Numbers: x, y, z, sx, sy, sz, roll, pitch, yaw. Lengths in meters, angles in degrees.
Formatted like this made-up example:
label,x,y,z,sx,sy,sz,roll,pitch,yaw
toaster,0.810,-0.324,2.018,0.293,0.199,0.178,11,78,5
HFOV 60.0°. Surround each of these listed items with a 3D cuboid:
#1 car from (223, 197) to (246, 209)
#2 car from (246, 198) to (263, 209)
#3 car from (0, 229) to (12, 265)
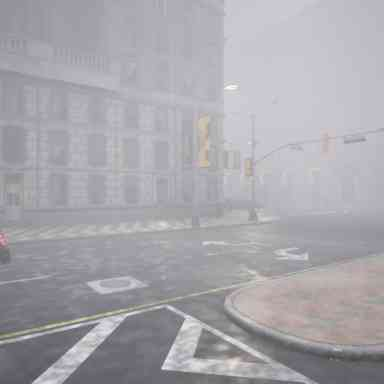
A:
label,x,y,z,sx,sy,sz,roll,pitch,yaw
car,4.518,1.505,44.363,1.837,1.490,4.892,0,0,-36
car,7.392,1.547,46.352,2.033,1.411,5.357,0,0,-36
car,-7.317,1.352,8.608,4.553,1.767,2.097,0,0,-35
